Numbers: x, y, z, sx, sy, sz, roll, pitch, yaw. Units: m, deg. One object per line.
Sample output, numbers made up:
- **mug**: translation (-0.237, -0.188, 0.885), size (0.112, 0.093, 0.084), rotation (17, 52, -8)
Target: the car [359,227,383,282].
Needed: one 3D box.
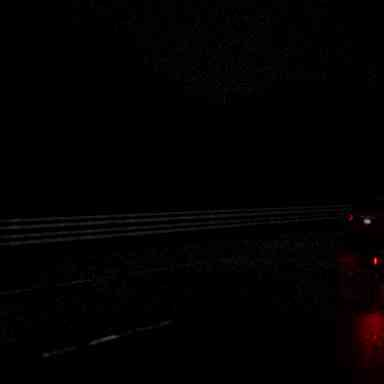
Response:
- **car**: translation (6.397, 1.600, 8.309), size (4.718, 1.301, 1.895), rotation (0, 0, -35)

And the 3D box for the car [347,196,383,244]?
- **car**: translation (9.014, 1.214, 14.462), size (5.566, 2.045, 2.150), rotation (0, 1, -35)
